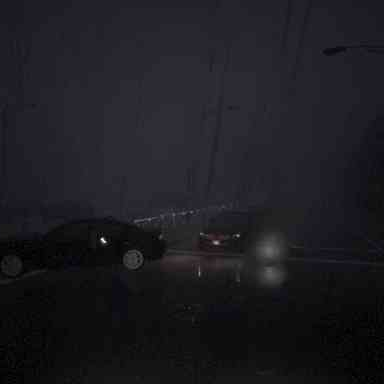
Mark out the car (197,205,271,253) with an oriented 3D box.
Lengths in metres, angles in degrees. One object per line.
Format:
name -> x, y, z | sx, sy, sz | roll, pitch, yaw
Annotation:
car -> 1.822, 1.514, 13.886 | 1.812, 1.442, 4.674 | 0, 0, 24

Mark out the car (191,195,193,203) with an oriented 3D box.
car -> -2.402, 1.052, 44.651 | 3.866, 1.878, 1.905 | 0, 0, 18

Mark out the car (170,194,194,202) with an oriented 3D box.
car -> -2.065, 1.257, 68.682 | 4.514, 1.523, 2.007 | 0, 0, 18

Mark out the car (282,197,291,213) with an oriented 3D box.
car -> 7.766, 1.486, 30.501 | 1.837, 1.490, 4.892 | 0, 0, 19

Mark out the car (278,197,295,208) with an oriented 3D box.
car -> 13.567, 1.468, 47.669 | 2.128, 1.511, 4.902 | 0, 0, 19

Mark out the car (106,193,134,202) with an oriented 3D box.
car -> -13.771, 1.046, 65.311 | 4.605, 1.855, 1.932 | 0, 0, 18

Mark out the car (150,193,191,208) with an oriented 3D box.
car -> -2.942, 1.074, 41.767 | 4.605, 1.855, 1.932 | 0, 0, 18

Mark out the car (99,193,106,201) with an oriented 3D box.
car -> -20.173, 1.014, 70.943 | 3.866, 1.878, 1.905 | 0, 0, 18

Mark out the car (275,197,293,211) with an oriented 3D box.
car -> 11.683, 1.483, 42.094 | 1.837, 1.490, 4.892 | 0, 0, 19

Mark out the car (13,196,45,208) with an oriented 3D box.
car -> -21.672, 1.273, 44.284 | 3.633, 1.501, 1.845 | 0, 0, 18

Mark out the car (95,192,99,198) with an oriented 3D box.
car -> -21.816, 1.298, 67.989 | 3.806, 1.475, 1.970 | 0, 0, 19

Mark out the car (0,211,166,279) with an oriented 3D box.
car -> -3.278, 1.475, 9.864 | 5.008, 1.535, 1.882 | 0, 0, -15

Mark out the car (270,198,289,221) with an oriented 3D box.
car -> 5.885, 1.475, 24.939 | 2.128, 1.511, 4.902 | 0, 0, 19

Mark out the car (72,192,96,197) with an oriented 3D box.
car -> -18.433, 1.249, 53.738 | 4.514, 1.523, 2.007 | 0, 0, 18

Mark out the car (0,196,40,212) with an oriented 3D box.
car -> -15.098, 1.356, 29.404 | 3.806, 1.475, 1.970 | 0, 0, 19

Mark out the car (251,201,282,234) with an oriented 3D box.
car -> 3.972, 1.490, 19.294 | 1.837, 1.490, 4.892 | 0, 0, 19

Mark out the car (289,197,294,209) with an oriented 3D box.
car -> 9.808, 1.544, 36.539 | 1.994, 1.385, 4.181 | 0, 0, 19

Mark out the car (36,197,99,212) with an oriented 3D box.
car -> -9.021, 1.356, 24.205 | 3.633, 1.501, 1.845 | 0, 0, 18

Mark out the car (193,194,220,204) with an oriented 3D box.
car -> 1.693, 1.125, 56.772 | 5.027, 1.636, 2.152 | 0, 0, 19
